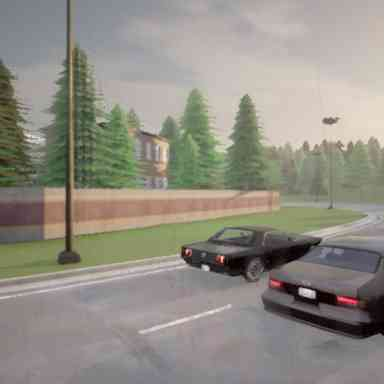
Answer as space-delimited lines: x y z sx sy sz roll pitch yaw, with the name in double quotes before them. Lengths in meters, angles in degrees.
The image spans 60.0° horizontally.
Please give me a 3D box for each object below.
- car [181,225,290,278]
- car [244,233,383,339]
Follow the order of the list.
"car" 2.036 1.658 9.952 4.718 1.301 1.895 0 0 -41
"car" 3.634 1.574 6.667 5.357 1.411 2.033 0 0 -41
